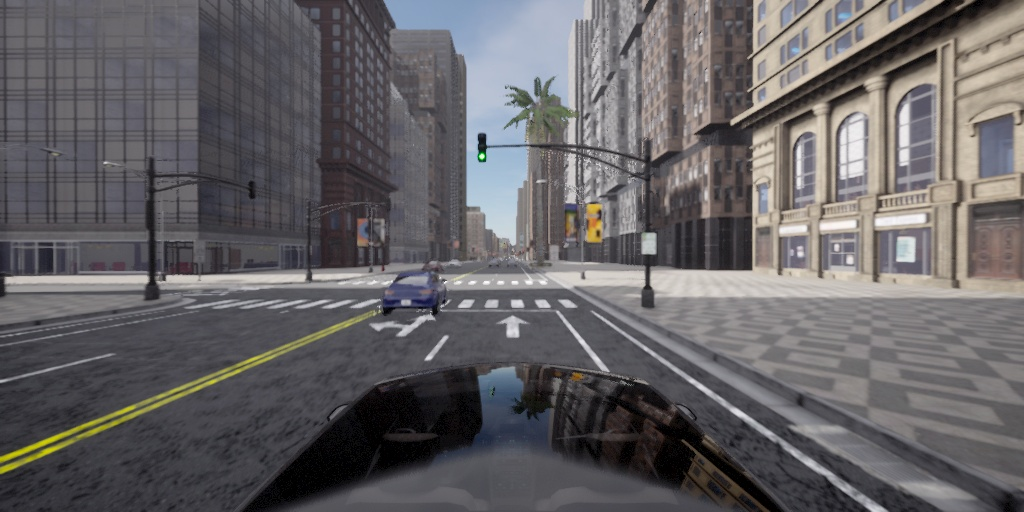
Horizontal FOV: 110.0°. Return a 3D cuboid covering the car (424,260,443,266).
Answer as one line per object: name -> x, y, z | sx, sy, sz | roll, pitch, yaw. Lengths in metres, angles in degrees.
car -> -9.806, 1.285, 44.603 | 1.812, 1.442, 4.674 | 0, 0, 0

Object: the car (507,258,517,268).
car -> 0.024, 1.333, 64.241 | 2.033, 1.411, 5.357 | 0, 0, 0

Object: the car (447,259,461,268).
car -> -9.753, 1.305, 60.662 | 1.812, 1.442, 4.674 | 0, 0, 1

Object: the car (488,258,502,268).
car -> -3.226, 1.333, 64.242 | 2.033, 1.411, 5.357 | 0, 0, 0

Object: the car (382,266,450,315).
car -> -3.526, 1.274, 13.463 | 1.812, 1.442, 4.674 | 0, 0, -6
